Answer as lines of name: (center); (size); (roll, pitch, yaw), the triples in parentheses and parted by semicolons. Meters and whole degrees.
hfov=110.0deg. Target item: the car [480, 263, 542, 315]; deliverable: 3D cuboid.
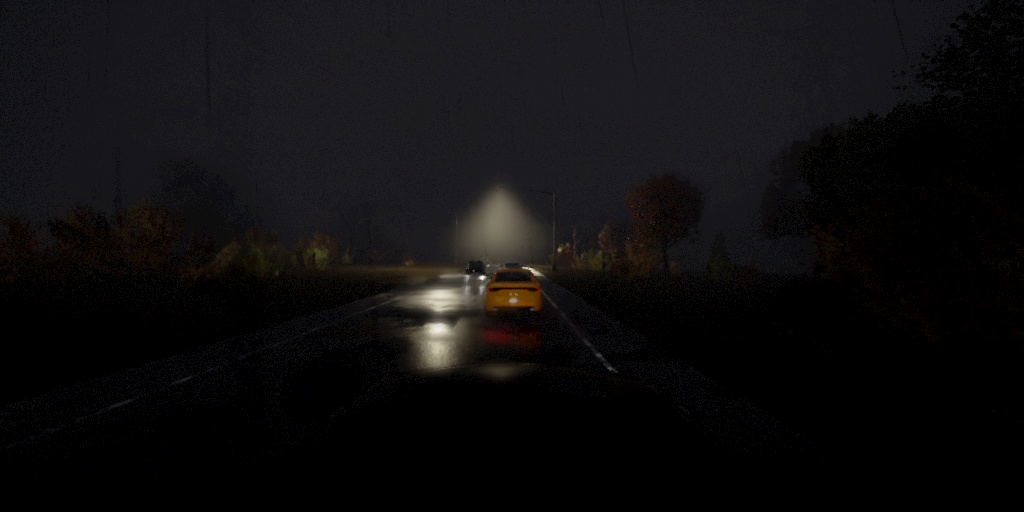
car: (0.047, 1.200, 13.506); (1.882, 1.535, 5.008); (0, 0, 0)

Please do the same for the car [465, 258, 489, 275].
car: (-3.732, 1.181, 37.326); (1.837, 1.490, 4.892); (0, 0, 0)

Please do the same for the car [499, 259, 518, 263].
car: (-0.019, 1.211, 31.507); (1.812, 1.442, 4.674); (0, 0, 0)
